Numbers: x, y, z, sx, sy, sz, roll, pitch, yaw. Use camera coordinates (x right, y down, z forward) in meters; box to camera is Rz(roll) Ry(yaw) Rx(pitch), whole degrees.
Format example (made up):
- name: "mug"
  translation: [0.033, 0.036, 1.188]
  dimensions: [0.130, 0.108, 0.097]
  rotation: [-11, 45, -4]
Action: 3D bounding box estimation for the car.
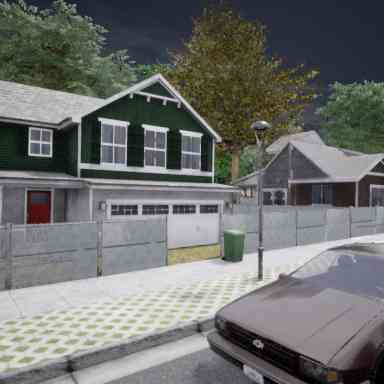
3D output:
- name: "car"
  translation: [2.812, 1.549, 5.089]
  dimensions: [5.357, 1.411, 2.033]
  rotation: [0, 0, -36]
